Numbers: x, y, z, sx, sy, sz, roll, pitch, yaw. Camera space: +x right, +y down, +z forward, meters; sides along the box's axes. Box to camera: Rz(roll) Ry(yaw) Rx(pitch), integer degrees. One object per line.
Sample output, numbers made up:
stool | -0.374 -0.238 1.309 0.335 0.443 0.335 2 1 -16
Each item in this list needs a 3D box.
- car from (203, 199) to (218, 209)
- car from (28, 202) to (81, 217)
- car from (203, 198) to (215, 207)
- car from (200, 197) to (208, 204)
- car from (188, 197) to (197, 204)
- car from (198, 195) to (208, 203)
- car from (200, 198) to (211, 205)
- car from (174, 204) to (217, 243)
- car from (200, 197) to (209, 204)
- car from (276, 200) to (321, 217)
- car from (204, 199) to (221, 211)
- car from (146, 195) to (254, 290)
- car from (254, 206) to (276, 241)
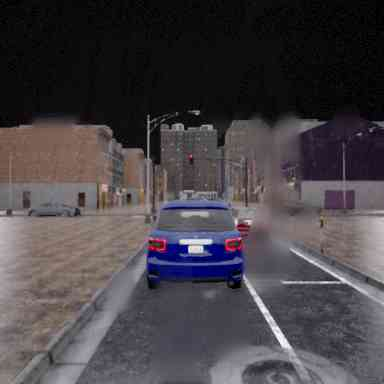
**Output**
car | 2.692 1.719 49.164 1.947 1.339 4.313 1 0 0
car | -11.951 1.591 29.039 4.181 1.385 1.994 0 -2 0
car | 2.698 1.718 54.771 1.752 1.417 4.829 1 0 0
car | 2.714 1.913 76.521 1.752 1.417 4.829 1 -1 0
car | 0.057 1.852 73.831 1.837 1.490 4.892 0 -1 0
car | 2.722 1.757 81.792 2.192 1.841 5.009 1 -1 0
car | 2.704 1.848 65.476 1.947 1.339 4.313 1 -1 0
car | 0.109 1.500 17.166 1.882 1.535 5.008 0 0 -1
car | 2.710 1.860 71.084 1.752 1.417 4.829 1 -1 0
car | 9.855 1.590 32.044 4.892 1.490 1.837 0 -2 4
car | 2.689 1.685 43.728 1.947 1.339 4.313 1 0 0
car | 0.048 1.231 9.259 2.150 2.045 5.566 0 0 -1
car | 2.674 1.463 16.981 1.967 1.590 4.097 2 0 0
